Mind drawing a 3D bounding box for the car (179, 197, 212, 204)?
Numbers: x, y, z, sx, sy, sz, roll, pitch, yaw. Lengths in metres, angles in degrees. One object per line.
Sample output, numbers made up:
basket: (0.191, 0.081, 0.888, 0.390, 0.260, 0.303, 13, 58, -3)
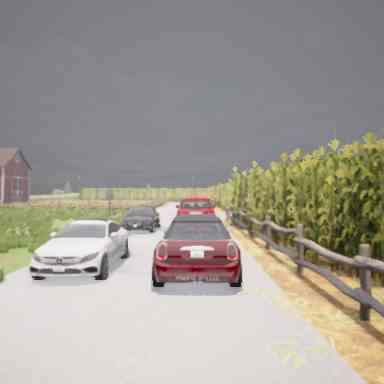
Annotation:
car: (0.203, 1.310, 19.096, 2.150, 2.045, 5.566, 0, 0, 0)

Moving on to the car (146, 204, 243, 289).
car: (0.132, 1.398, 9.493, 2.097, 1.767, 4.553, 0, 0, 0)

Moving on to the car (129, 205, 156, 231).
car: (-2.999, 1.601, 20.132, 1.837, 1.490, 4.892, 0, -1, 1)

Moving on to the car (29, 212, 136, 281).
car: (-3.130, 1.572, 10.185, 1.812, 1.442, 4.674, 0, 0, 0)
